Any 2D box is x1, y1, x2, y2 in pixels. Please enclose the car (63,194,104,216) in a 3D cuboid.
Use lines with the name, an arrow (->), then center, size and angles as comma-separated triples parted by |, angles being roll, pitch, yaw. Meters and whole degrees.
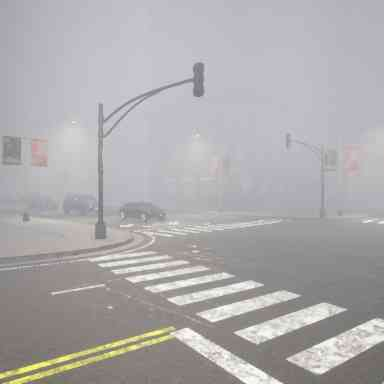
car -> -11.022, 1.207, 33.463 | 2.150, 2.045, 5.566 | 0, 0, -45

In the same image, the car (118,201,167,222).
car -> -4.004, 1.495, 26.439 | 1.837, 1.490, 4.892 | 0, 0, -44

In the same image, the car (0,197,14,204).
car -> -33.655, 1.532, 60.987 | 1.994, 1.385, 4.181 | 0, 0, -45

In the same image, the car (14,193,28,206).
car -> -26.067, 1.198, 53.398 | 5.566, 2.045, 2.150 | 0, 0, 45

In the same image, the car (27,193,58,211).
car -> -18.120, 1.333, 40.576 | 2.097, 1.767, 4.553 | 0, 0, -45
